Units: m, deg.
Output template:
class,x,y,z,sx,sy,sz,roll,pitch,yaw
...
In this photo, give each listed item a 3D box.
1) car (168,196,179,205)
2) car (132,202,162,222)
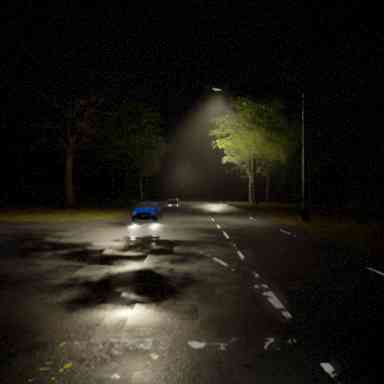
class,x,y,z,sx,sy,sz,roll,pitch,yaw
car,-3.645,1.561,66.263,2.097,1.767,4.553,0,0,0
car,-3.524,1.510,26.463,1.882,1.535,5.008,0,0,0
